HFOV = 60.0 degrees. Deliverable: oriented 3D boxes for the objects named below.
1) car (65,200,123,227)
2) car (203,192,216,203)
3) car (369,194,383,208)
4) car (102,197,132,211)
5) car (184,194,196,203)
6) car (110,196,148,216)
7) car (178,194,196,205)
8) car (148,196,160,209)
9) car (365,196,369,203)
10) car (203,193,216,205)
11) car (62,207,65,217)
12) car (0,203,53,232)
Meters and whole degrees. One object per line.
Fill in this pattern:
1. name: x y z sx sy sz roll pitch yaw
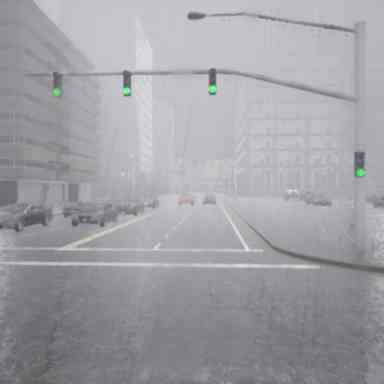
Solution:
1. car: -6.231 1.436 21.644 1.994 1.385 4.181 0 0 3
2. car: 3.122 0.961 58.767 2.097 1.767 4.553 0 0 3
3. car: 21.510 1.109 36.277 1.970 1.475 3.806 0 0 4
4. car: -8.679 1.312 39.056 2.033 1.411 5.357 0 0 4
5. car: -0.359 1.119 59.103 1.837 1.490 4.892 0 0 3
6. car: -5.706 1.167 30.329 2.097 1.767 4.553 0 0 4
7. car: -0.815 1.027 49.981 2.097 1.767 4.553 0 0 3
8. car: -5.099 1.240 40.195 2.128 1.511 4.902 0 0 4
9. car: 28.230 0.997 50.979 1.970 1.475 3.806 0 0 4
10. car: 2.596 1.268 50.056 1.895 1.301 4.718 0 0 3
11. car: -9.322 1.435 28.537 1.895 1.301 4.718 0 0 3
12. car: -9.880 1.388 19.285 2.128 1.511 4.902 0 0 3
